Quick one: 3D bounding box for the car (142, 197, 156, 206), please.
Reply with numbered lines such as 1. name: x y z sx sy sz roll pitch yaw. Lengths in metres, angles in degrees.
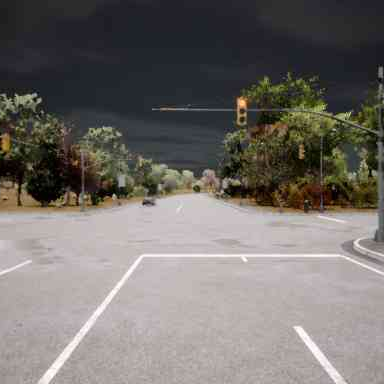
1. car: -7.001 1.535 54.465 2.033 1.411 5.357 0 0 0
